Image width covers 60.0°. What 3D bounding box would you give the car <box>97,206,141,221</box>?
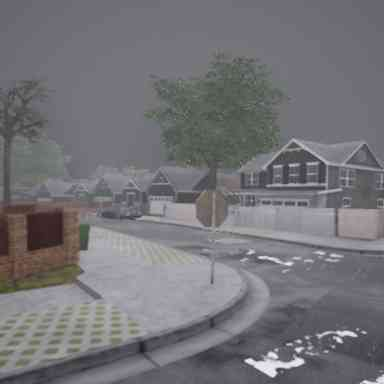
[{"bbox_3d":[-7.196,2.069,32.617,5.357,1.411,2.033,-1,-2,43],"label":"car"}]
